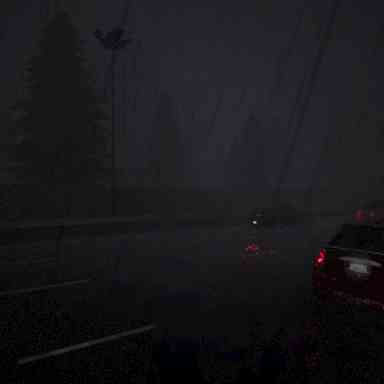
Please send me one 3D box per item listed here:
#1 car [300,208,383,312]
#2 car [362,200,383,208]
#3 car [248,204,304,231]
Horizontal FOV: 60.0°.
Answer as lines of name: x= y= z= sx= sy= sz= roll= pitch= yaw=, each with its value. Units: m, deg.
car: x=4.642 y=1.353 z=7.054 sx=4.553 sy=1.767 sz=2.097 roll=0 pitch=0 yaw=-36
car: x=12.592 y=1.359 z=21.334 sx=4.553 sy=1.767 sz=2.097 roll=0 pitch=0 yaw=-36
car: x=5.606 y=1.509 z=20.647 sx=4.892 sy=1.490 sz=1.837 roll=0 pitch=0 yaw=-36
